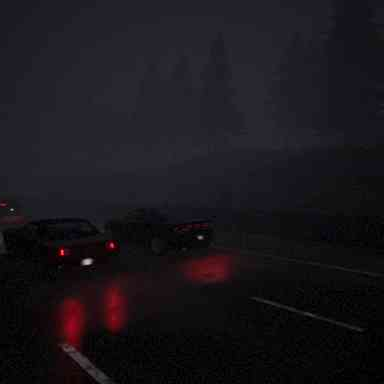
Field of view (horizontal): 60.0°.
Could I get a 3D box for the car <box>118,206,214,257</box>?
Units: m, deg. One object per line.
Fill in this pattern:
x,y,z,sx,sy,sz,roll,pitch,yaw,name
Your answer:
-1.401,1.252,12.197,1.882,1.535,5.008,-2,1,-42,car

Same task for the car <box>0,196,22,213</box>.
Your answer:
-15.899,1.137,28.154,1.837,1.490,4.892,-2,1,-42,car

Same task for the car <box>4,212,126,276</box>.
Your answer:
-4.133,1.448,10.004,1.895,1.301,4.718,-2,1,-42,car
